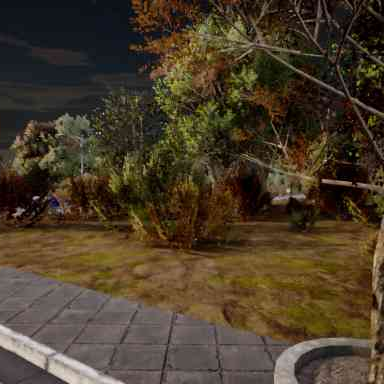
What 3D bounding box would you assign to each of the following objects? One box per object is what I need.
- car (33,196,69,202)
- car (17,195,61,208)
[{"bbox_3d":[-17.572,1.245,41.306,1.882,1.535,5.008,0,0,32],"label":"car"},{"bbox_3d":[-20.087,1.221,43.881,1.882,1.535,5.008,0,0,32],"label":"car"}]
